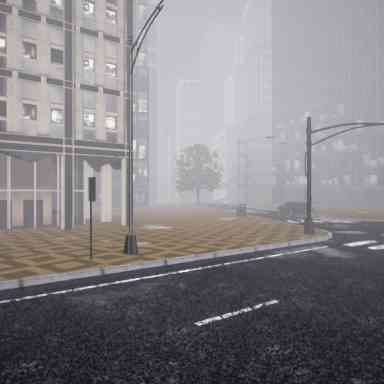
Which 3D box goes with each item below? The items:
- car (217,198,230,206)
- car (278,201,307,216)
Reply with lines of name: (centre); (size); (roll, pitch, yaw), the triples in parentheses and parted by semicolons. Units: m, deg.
car: (6.266, 1.947, 65.499); (1.812, 1.442, 4.674); (0, 0, -8)
car: (10.505, 1.683, 34.451); (1.837, 1.490, 4.892); (0, 0, -8)
